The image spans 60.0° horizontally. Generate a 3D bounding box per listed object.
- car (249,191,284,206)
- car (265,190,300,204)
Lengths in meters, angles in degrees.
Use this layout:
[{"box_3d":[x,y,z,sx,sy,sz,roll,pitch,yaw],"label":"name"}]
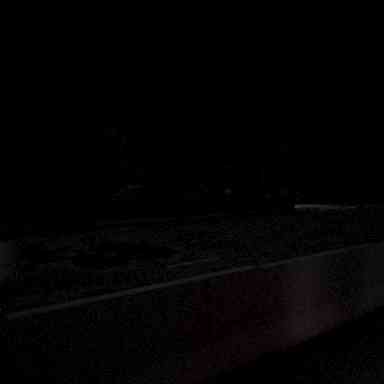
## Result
[{"box_3d":[9.256,0.994,44.008,1.882,1.535,5.008,-1,1,-35],"label":"car"},{"box_3d":[12.107,0.685,45.948,2.150,2.045,5.566,-1,1,-39],"label":"car"}]
